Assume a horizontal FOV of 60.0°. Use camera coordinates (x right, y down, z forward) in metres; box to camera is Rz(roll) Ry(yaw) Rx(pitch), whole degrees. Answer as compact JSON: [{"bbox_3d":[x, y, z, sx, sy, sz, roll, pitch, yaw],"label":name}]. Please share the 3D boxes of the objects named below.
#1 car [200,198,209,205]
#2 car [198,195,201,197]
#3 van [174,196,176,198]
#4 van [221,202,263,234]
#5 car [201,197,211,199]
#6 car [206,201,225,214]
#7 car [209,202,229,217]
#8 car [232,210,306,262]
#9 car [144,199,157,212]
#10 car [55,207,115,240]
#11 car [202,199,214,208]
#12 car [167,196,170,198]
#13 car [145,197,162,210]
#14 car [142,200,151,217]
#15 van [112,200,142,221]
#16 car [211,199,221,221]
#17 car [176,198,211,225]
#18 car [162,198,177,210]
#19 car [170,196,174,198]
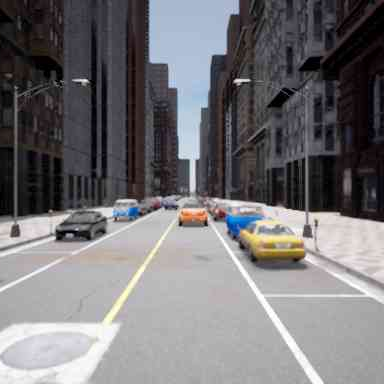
[{"bbox_3d":[2.744,2.125,74.236,1.947,1.339,4.313,0,0,0],"label":"car"},{"bbox_3d":[2.746,1.789,62.965,2.192,1.841,5.009,0,0,0],"label":"car"},{"bbox_3d":[-5.784,1.985,85.500,1.690,1.788,3.998,0,0,0],"label":"van"},{"bbox_3d":[2.756,1.474,17.875,1.690,1.788,3.998,0,0,0],"label":"van"},{"bbox_3d":[2.749,1.828,51.691,1.967,1.590,4.097,0,0,0],"label":"car"},{"bbox_3d":[2.752,1.854,40.419,2.008,1.369,4.403,0,0,0],"label":"car"},{"bbox_3d":[2.753,1.787,34.953,1.752,1.417,4.829,0,0,0],"label":"car"},{"bbox_3d":[2.758,1.618,12.408,1.752,1.417,4.829,0,0,0],"label":"car"},{"bbox_3d":[-5.773,1.868,40.406,1.947,1.339,4.313,0,0,0],"label":"car"},{"bbox_3d":[-5.768,1.698,17.859,1.947,1.339,4.313,0,0,0],"label":"car"},{"bbox_3d":[2.748,1.997,57.327,1.947,1.339,4.313,0,0,0],"label":"car"},{"bbox_3d":[-5.779,1.913,62.953,1.967,1.590,4.097,0,0,0],"label":"car"},{"bbox_3d":[-5.775,1.660,46.044,2.192,1.841,5.009,0,0,0],"label":"car"},{"bbox_3d":[-5.772,1.826,34.769,1.947,1.339,4.313,0,0,0],"label":"car"},{"bbox_3d":[-5.772,1.558,29.134,1.690,1.788,3.998,0,0,0],"label":"van"},{"bbox_3d":[2.754,1.658,29.147,1.967,1.590,4.097,0,0,0],"label":"car"},{"bbox_3d":[0.096,1.542,25.686,2.097,1.767,4.553,0,-1,0],"label":"car"},{"bbox_3d":[-3.010,1.964,48.414,1.895,1.301,4.718,0,0,0],"label":"car"},{"bbox_3d":[-5.781,1.999,74.226,1.967,1.590,4.097,0,0,0],"label":"car"}]
